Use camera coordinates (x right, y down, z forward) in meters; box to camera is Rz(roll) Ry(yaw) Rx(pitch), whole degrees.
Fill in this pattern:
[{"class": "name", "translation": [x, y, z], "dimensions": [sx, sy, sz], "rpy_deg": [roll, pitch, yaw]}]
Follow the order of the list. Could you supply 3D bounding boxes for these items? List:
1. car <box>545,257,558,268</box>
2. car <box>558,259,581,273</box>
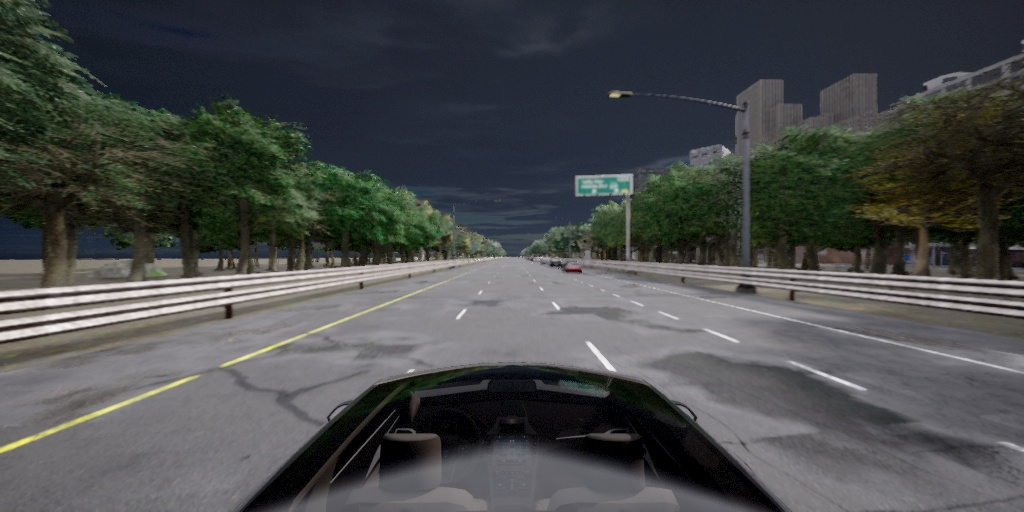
[{"class": "car", "translation": [7.151, 1.199, 60.242], "dimensions": [1.882, 1.535, 5.008], "rpy_deg": [0, 0, 0]}, {"class": "car", "translation": [7.097, 1.295, 43.325], "dimensions": [1.994, 1.385, 4.181], "rpy_deg": [0, 0, 0]}]
